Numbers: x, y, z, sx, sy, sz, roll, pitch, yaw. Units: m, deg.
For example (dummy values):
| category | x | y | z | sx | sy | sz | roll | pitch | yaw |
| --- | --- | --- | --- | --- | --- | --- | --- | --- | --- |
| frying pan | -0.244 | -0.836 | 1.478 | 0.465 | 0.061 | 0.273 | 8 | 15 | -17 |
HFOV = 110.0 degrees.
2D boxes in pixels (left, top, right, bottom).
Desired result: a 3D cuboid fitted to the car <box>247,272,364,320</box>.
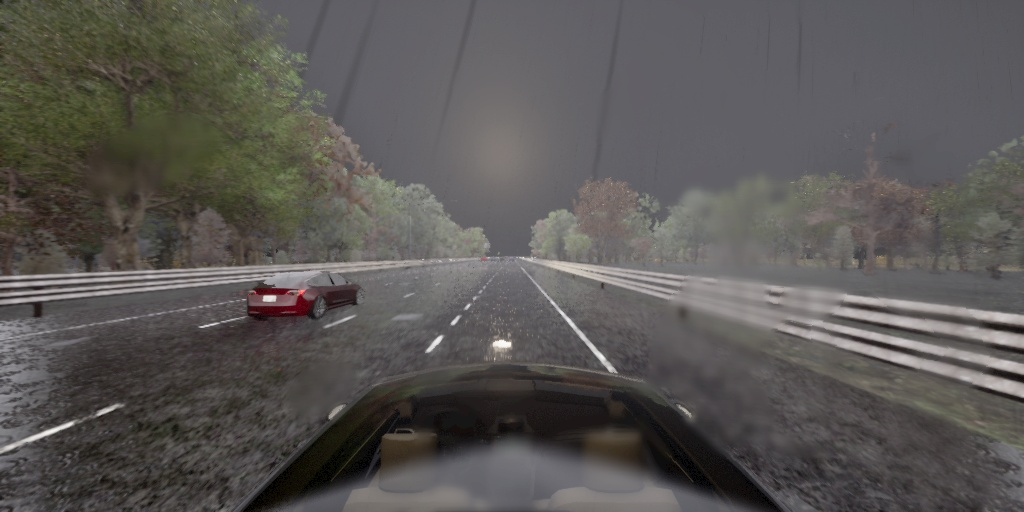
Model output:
| category | x | y | z | sx | sy | sz | roll | pitch | yaw |
| --- | --- | --- | --- | --- | --- | --- | --- | --- | --- |
| car | -6.974 | 1.274 | 12.639 | 2.163 | 1.488 | 4.792 | 0 | 0 | 0 |
